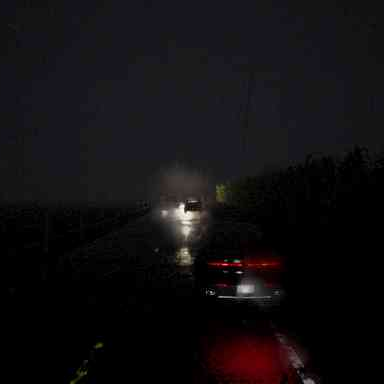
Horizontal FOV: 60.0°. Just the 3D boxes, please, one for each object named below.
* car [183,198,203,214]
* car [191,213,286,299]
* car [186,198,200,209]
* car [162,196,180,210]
[{"bbox_3d":[0.109,1.491,35.594,2.128,1.511,4.902,0,0,0],"label":"car"},{"bbox_3d":[0.971,1.505,8.426,1.837,1.490,4.892,0,0,0],"label":"car"},{"bbox_3d":[0.116,1.526,45.768,1.812,1.442,4.674,0,0,0],"label":"car"},{"bbox_3d":[-2.710,1.352,42.984,2.097,1.767,4.553,0,0,0],"label":"car"}]
